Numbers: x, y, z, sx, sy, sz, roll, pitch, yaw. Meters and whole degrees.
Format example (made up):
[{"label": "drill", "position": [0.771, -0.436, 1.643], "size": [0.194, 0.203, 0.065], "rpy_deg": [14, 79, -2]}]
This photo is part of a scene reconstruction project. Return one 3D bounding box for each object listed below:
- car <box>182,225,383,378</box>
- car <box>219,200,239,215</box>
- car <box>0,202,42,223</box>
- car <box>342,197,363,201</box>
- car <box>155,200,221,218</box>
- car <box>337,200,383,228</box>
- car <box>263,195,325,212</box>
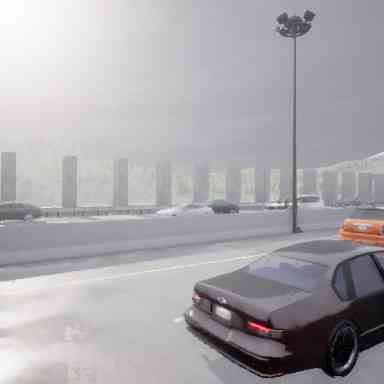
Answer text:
[{"label": "car", "position": [2.474, 1.547, 5.502], "size": [5.357, 1.411, 2.033], "rpy_deg": [0, 0, -33]}, {"label": "car", "position": [2.049, 1.477, 30.610], "size": [5.008, 1.535, 1.882], "rpy_deg": [0, 0, -33]}, {"label": "car", "position": [-13.614, 1.506, 24.305], "size": [4.892, 1.490, 1.837], "rpy_deg": [0, 0, -35]}, {"label": "car", "position": [23.103, 1.507, 48.059], "size": [4.892, 1.490, 1.837], "rpy_deg": [1, 0, -32]}, {"label": "car", "position": [-0.460, 1.526, 24.765], "size": [4.674, 1.442, 1.812], "rpy_deg": [0, 0, -34]}, {"label": "car", "position": [8.012, 1.351, 13.358], "size": [4.553, 1.767, 2.097], "rpy_deg": [0, 0, -34]}, {"label": "car", "position": [8.168, 1.223, 26.265], "size": [5.566, 2.045, 2.150], "rpy_deg": [0, 0, -33]}]
